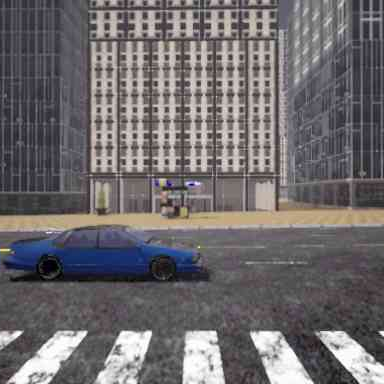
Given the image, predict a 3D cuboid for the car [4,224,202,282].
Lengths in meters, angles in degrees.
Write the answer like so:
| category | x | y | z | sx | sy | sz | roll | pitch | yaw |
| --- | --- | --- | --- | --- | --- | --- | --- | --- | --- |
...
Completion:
| category | x | y | z | sx | sy | sz | roll | pitch | yaw |
| --- | --- | --- | --- | --- | --- | --- | --- | --- | --- |
| car | -2.397 | 1.659 | 9.605 | 5.357 | 1.411 | 2.033 | 0 | -1 | 1 |
